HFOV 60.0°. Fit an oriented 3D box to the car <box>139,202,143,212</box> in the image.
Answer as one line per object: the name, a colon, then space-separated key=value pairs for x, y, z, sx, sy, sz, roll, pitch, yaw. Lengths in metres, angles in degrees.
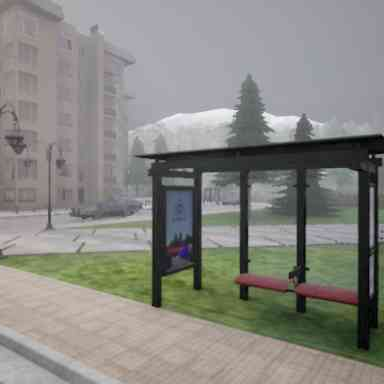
car: x=-7.063 y=1.390 z=33.158 sx=2.128 sy=1.511 sz=4.902 roll=0 pitch=0 yaw=36

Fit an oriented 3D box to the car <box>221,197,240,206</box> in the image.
car: x=6.621 y=1.448 z=51.856 sx=2.033 sy=1.411 sz=5.357 roll=0 pitch=0 yaw=36

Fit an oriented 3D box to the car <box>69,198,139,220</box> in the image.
car: x=-7.133 y=1.459 z=26.875 sx=2.033 sy=1.411 sz=5.357 roll=0 pitch=0 yaw=37
